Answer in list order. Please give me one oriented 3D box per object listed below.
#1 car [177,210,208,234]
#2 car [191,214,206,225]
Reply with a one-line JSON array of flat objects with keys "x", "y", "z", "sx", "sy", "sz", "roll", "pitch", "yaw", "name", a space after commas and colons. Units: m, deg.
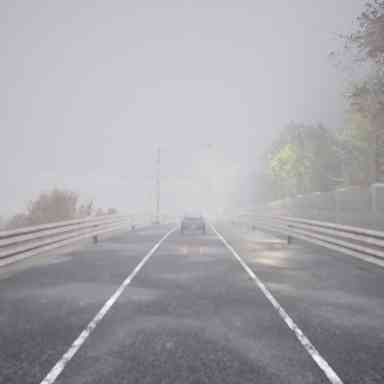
[{"x": 0.122, "y": 2.280, "z": 24.895, "sx": 2.128, "sy": 1.511, "sz": 4.902, "roll": 0, "pitch": -3, "yaw": 1, "name": "car"}, {"x": 0.879, "y": 3.612, "z": 44.416, "sx": 1.812, "sy": 1.442, "sz": 4.674, "roll": 0, "pitch": -4, "yaw": 3, "name": "car"}]
